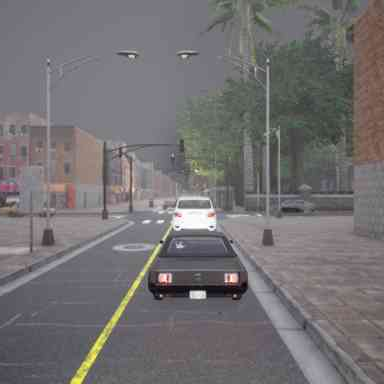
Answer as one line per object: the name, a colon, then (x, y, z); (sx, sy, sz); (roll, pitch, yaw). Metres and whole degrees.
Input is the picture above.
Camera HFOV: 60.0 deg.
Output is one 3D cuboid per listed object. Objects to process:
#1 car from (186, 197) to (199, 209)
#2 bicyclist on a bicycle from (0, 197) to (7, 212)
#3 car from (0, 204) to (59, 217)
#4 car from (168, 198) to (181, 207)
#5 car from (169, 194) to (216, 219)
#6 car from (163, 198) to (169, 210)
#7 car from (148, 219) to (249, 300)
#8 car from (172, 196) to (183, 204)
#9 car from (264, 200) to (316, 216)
car: (0.115, 1.546, 47.513); (1.837, 1.490, 4.892); (0, 0, 1)
bicyclist on a bicycle: (-20.098, 1.372, 35.313); (0.582, 1.620, 1.656); (0, 0, 0)
car: (-14.403, 1.572, 29.666); (4.829, 1.417, 1.752); (0, 0, 0)
car: (-2.773, 1.649, 53.723); (1.895, 1.301, 4.718); (0, 0, 0)
car: (0.128, 1.230, 18.096); (2.150, 2.045, 5.566); (0, 0, 0)
car: (-2.791, 1.563, 44.547); (1.812, 1.442, 4.674); (0, 0, 0)
car: (0.111, 1.603, 8.332); (1.895, 1.301, 4.718); (0, 0, 0)
car: (-2.724, 1.538, 63.922); (1.882, 1.535, 5.008); (0, 0, 1)
car: (9.551, 1.484, 32.495); (4.902, 1.511, 2.128); (0, 0, 3)
